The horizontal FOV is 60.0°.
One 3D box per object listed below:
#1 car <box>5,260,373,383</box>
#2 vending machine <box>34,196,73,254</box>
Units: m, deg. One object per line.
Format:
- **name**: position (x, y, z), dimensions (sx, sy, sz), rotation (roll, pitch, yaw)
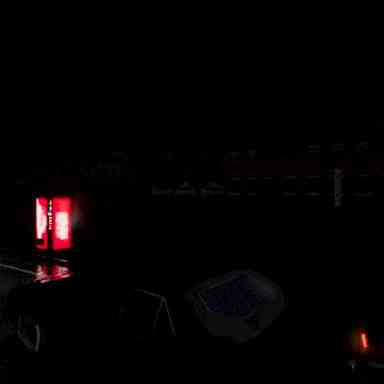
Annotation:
- **car**: position (-0.434, 1.601, 4.314), dimensions (4.718, 1.301, 1.895), rotation (0, 0, 36)
- **vending machine**: position (-5.269, 1.195, 12.683), dimensions (0.880, 2.100, 1.100), rotation (0, 0, 36)
